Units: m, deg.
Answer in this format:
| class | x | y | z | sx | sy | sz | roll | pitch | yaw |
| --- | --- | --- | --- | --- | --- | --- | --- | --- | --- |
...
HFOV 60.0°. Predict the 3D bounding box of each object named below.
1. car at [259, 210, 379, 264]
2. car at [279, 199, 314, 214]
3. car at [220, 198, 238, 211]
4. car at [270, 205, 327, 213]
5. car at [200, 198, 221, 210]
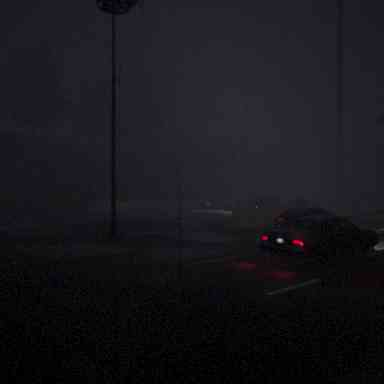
| class | x | y | z | sx | sy | sz | roll | pitch | yaw |
| --- | --- | --- | --- | --- | --- | --- | --- | --- | --- |
| car | 4.708 | 1.569 | 11.958 | 5.357 | 1.411 | 2.033 | 0 | 0 | -39 |
| car | 12.023 | 1.572 | 37.994 | 1.837 | 1.490 | 4.892 | 0 | 0 | 43 |
| car | 6.065 | 1.600 | 41.892 | 1.812 | 1.442 | 4.674 | 0 | 0 | 44 |
| car | 6.445 | 1.537 | 17.980 | 4.892 | 1.490 | 1.837 | 0 | 0 | -40 |
| car | 3.149 | 1.556 | 43.913 | 1.882 | 1.535 | 5.008 | 0 | 0 | 44 |
